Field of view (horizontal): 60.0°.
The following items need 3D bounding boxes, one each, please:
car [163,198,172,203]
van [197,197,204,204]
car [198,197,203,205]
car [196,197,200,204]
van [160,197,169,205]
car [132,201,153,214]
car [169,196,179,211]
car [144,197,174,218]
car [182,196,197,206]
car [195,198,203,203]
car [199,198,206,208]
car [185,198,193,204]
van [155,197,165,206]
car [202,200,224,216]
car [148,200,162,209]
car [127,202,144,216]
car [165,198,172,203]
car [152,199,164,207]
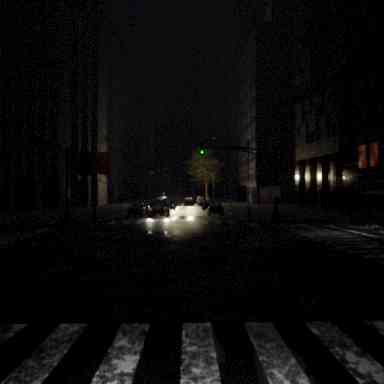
[{"bbox_3d":[-6.538,2.295,88.385,2.008,1.369,4.403,0,-1,-1],"label":"car"},{"bbox_3d":[2.035,2.043,83.789,1.690,1.788,3.998,0,-1,-1],"label":"van"},{"bbox_3d":[2.355,1.984,52.762,2.008,1.369,4.403,0,0,-1],"label":"car"},{"bbox_3d":[2.253,2.068,62.633,2.008,1.369,4.403,0,0,-1],"label":"car"},{"bbox_3d":[-6.427,1.989,77.561,1.690,1.788,3.998,0,-1,-1],"label":"van"},{"bbox_3d":[-6.053,1.889,41.338,2.008,1.369,4.403,0,0,-1],"label":"car"},{"bbox_3d":[-3.436,1.746,48.202,2.097,1.767,4.553,0,0,0],"label":"car"},{"bbox_3d":[-3.301,1.630,34.003,2.097,1.767,4.553,0,-1,-1],"label":"car"},{"bbox_3d":[-0.535,2.018,65.263,1.882,1.535,5.008,0,0,-1],"label":"car"},{"bbox_3d":[1.926,2.348,94.364,2.008,1.369,4.403,0,-1,-1],"label":"car"},{"bbox_3d":[2.411,1.932,47.318,1.887,1.381,4.507,0,0,-1],"label":"car"},{"bbox_3d":[-0.642,2.005,75.686,1.812,1.442,4.674,0,-1,-1],"label":"car"},{"bbox_3d":[-6.315,1.895,66.735,1.690,1.788,3.998,0,0,-1],"label":"van"},{"bbox_3d":[2.523,1.847,36.430,2.008,1.369,4.403,0,0,-1],"label":"car"},{"bbox_3d":[-6.203,2.027,55.908,1.947,1.339,4.313,0,0,-1],"label":"car"},{"bbox_3d":[-6.002,1.848,36.346,2.008,1.369,4.403,0,0,-1],"label":"car"},{"bbox_3d":[-6.593,2.374,93.797,1.802,1.307,4.206,0,-1,-1],"label":"car"},{"bbox_3d":[-6.257,2.031,61.151,1.752,1.417,4.829,0,0,-1],"label":"car"}]
